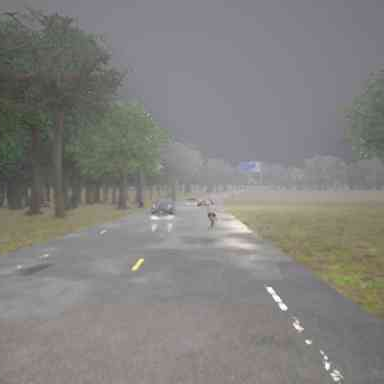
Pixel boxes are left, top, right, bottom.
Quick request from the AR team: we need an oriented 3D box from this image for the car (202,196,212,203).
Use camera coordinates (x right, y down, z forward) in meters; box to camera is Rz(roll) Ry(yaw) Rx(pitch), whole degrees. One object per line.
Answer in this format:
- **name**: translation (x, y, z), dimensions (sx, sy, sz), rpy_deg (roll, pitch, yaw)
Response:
- **car**: translation (3.402, 1.624, 74.174), dimensions (1.994, 1.385, 4.181), rpy_deg (0, 0, 5)

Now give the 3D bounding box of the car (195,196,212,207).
- **car**: translation (1.946, 1.676, 54.322), dimensions (1.895, 1.301, 4.718), rpy_deg (0, 0, 4)

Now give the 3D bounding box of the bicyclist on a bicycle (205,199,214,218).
- **bicyclist on a bicycle**: translation (1.575, 1.465, 30.077), dimensions (0.866, 1.612, 1.509), rpy_deg (0, -1, 2)

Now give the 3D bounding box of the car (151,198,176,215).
- **car**: translation (-2.838, 1.383, 33.839), dimensions (2.097, 1.767, 4.553), rpy_deg (0, 0, 3)

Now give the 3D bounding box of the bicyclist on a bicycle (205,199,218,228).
- **bicyclist on a bicycle**: translation (1.292, 1.447, 21.234), dimensions (0.866, 1.612, 1.509), rpy_deg (0, 0, 1)

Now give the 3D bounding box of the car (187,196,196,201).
- **car**: translation (0.034, 1.549, 75.772), dimensions (1.895, 1.301, 4.718), rpy_deg (0, 0, 5)
